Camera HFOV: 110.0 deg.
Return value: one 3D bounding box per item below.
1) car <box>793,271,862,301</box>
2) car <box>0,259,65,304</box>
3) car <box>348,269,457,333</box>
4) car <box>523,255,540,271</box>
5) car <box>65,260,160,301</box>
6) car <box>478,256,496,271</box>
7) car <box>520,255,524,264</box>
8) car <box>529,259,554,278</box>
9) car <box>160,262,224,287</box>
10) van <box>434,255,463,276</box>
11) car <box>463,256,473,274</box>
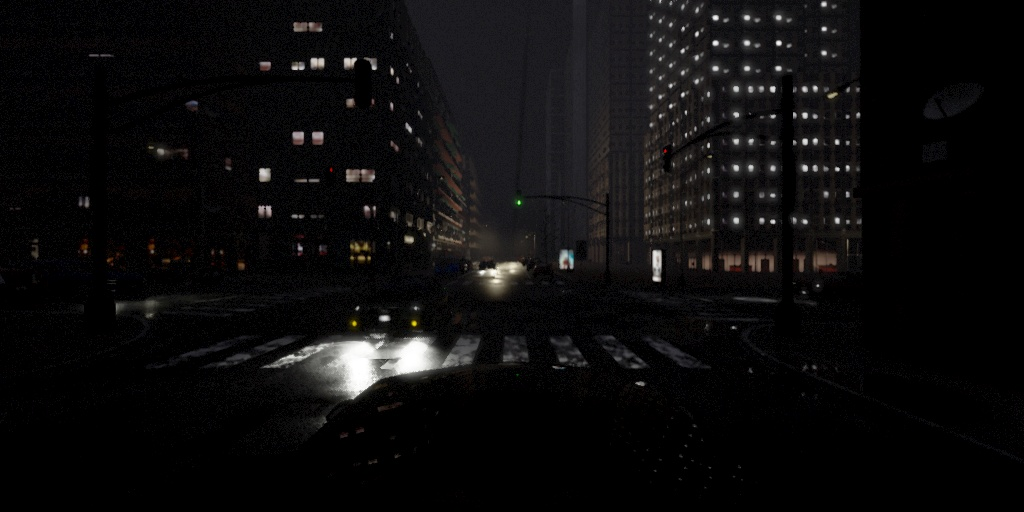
[{"bbox_3d":[16.771,1.533,17.893,4.718,1.301,1.895,1,0,0],"label":"car"},{"bbox_3d":[-18.769,0.720,11.852,5.009,1.841,2.192,0,0,0],"label":"car"},{"bbox_3d":[-2.997,1.262,10.403,1.994,1.385,4.181,0,0,0],"label":"car"},{"bbox_3d":[2.704,0.955,42.456,1.967,1.591,4.097,0,0,0],"label":"car"},{"bbox_3d":[-17.773,0.903,14.451,5.008,1.535,1.882,1,0,-1],"label":"car"},{"bbox_3d":[-2.987,1.071,44.185,1.994,1.385,4.181,0,0,0],"label":"car"},{"bbox_3d":[2.709,0.866,59.038,1.967,1.591,4.097,0,0,0],"label":"car"},{"bbox_3d":[2.701,1.159,31.400,1.802,1.307,4.207,0,0,0],"label":"car"},{"bbox_3d":[-18.788,0.989,20.233,4.313,1.339,1.948,0,0,0],"label":"car"},{"bbox_3d":[-5.680,0.918,31.404,1.690,1.789,3.998,0,0,0],"label":"van"},{"bbox_3d":[-5.678,0.861,36.931,2.192,1.841,5.009,0,0,0],"label":"car"}]
